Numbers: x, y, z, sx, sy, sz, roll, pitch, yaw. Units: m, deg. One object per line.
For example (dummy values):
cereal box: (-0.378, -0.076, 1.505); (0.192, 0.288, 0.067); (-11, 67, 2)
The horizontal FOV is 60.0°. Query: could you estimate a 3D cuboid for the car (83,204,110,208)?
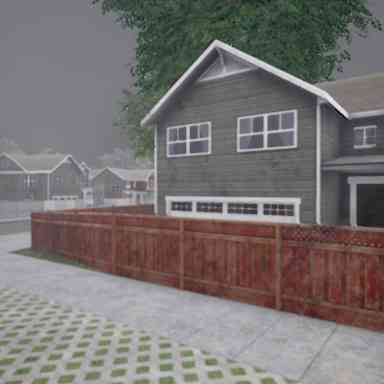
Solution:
car: (-8.187, 1.767, 29.149); (2.033, 1.411, 5.357); (0, -1, 15)
